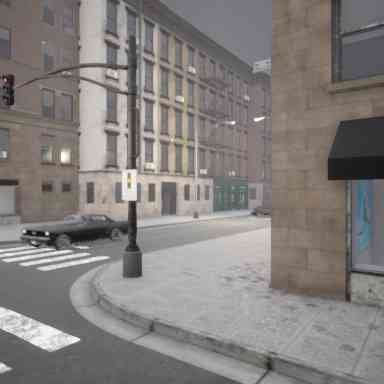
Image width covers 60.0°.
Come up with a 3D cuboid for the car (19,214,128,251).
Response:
[{"bbox_3d":[-4.956,1.654,14.701,1.895,1.301,4.718,0,0,31],"label":"car"}]

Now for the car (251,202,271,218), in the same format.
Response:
[{"bbox_3d":[7.744,1.717,33.033,2.033,1.411,5.357,0,0,35],"label":"car"}]
